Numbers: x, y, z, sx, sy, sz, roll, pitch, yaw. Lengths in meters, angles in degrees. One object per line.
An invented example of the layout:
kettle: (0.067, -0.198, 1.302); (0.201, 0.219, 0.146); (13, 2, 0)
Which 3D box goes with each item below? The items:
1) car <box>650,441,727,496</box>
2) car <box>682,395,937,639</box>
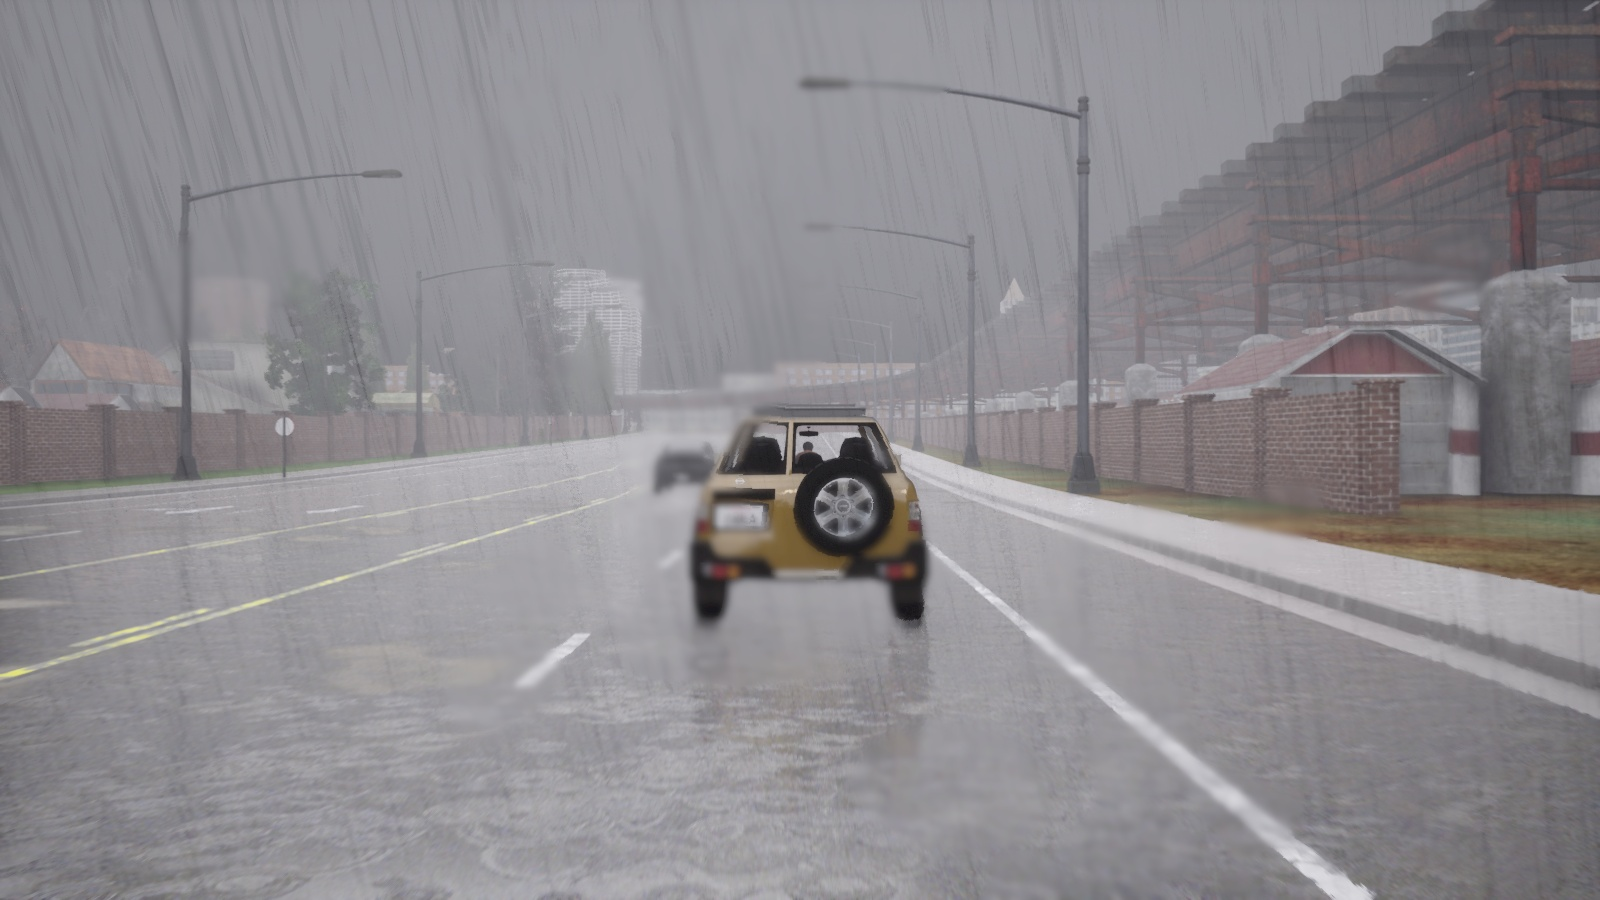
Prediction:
car: (-3.271, 0.502, 37.597); (1.837, 1.490, 4.892); (0, 1, 0)
car: (0.083, 0.496, 11.849); (1.932, 1.855, 4.605); (0, 0, 0)
